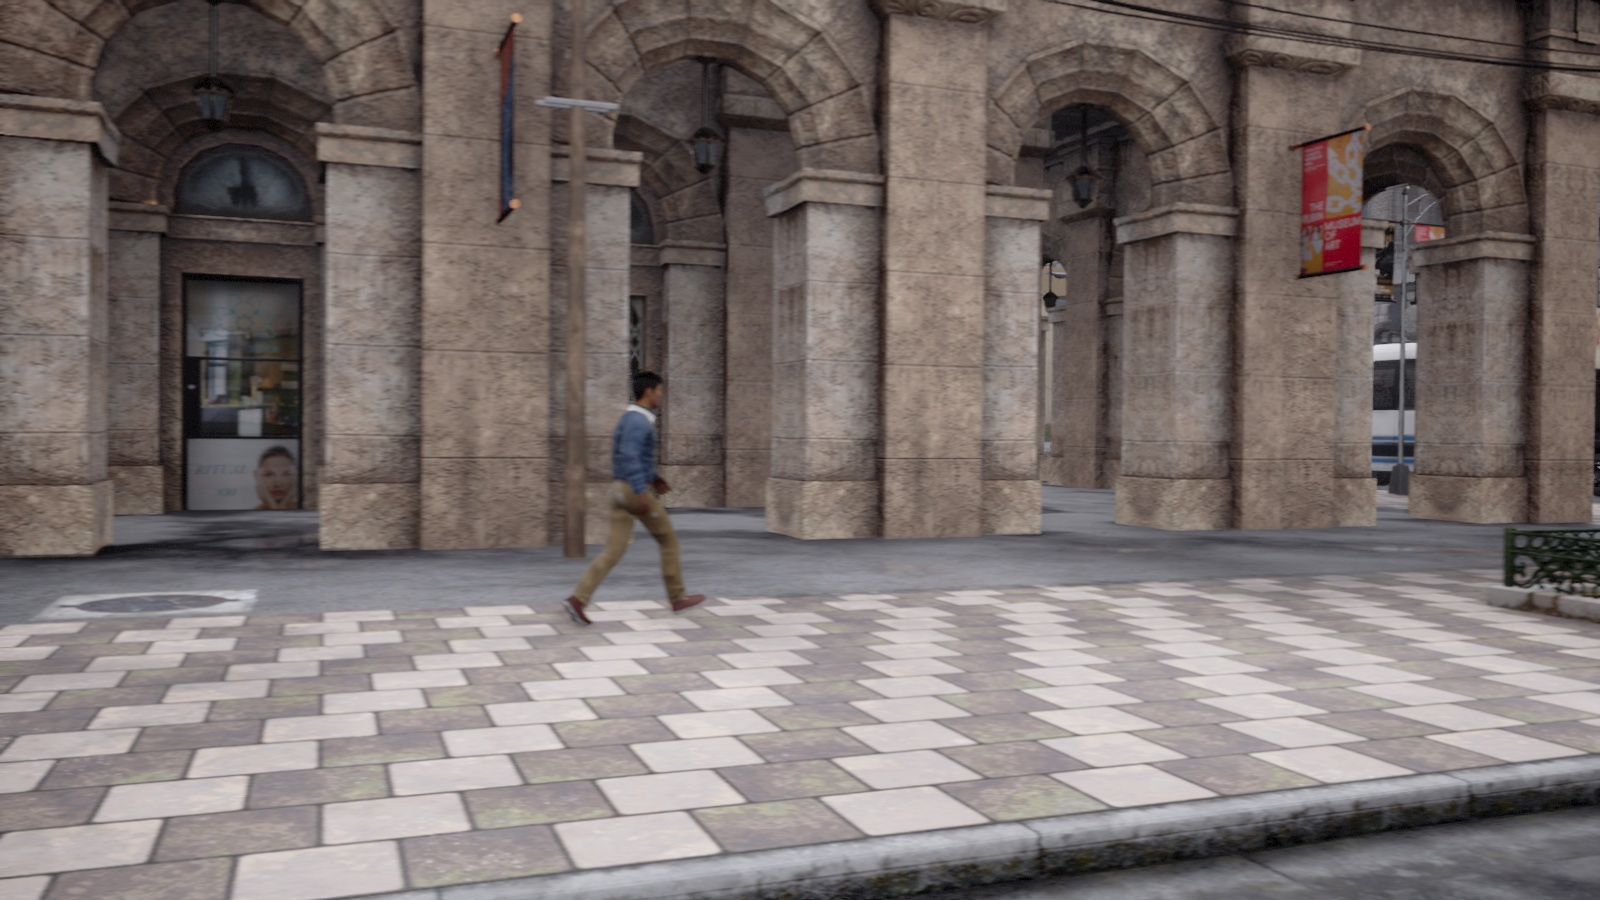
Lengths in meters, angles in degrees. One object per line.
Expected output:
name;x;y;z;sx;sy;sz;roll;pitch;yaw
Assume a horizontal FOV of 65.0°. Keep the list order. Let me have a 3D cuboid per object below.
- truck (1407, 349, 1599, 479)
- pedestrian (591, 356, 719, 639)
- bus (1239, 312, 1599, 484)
truck;21.772;-1.007;36.126;2.891;3.462;7.936;-1;1;-21
pedestrian;-1.039;0.319;9.015;0.788;1.949;0.423;-1;1;-27
bus;17.878;-1.365;36.466;3.944;4.253;10.273;-1;1;-21
